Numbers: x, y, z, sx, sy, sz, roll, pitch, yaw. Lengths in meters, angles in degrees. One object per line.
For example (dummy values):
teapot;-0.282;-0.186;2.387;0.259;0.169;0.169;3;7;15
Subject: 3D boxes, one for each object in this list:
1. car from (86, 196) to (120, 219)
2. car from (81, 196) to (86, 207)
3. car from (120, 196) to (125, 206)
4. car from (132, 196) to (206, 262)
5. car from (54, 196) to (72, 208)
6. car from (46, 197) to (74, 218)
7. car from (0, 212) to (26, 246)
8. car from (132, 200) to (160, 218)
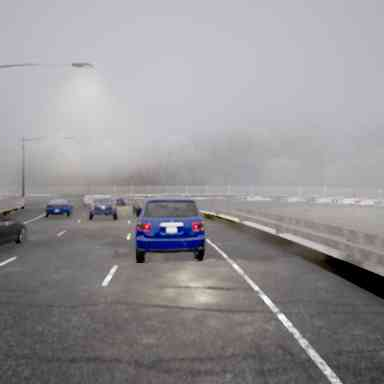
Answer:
car;-7.276;1.190;27.307;2.097;1.767;4.553;0;0;-15
car;-14.385;1.257;46.666;1.812;1.442;4.674;0;1;-25
car;-10.823;1.238;47.309;1.812;1.442;4.674;0;1;-25
car;-0.860;1.140;12.060;2.150;2.045;5.566;0;0;-6
car;-17.766;1.318;45.598;1.994;1.385;4.181;0;0;-26
car;-11.421;1.322;28.904;1.882;1.535;5.008;0;0;-16
car;-7.893;1.449;12.494;1.837;1.490;4.892;0;0;-7
car;-4.171;1.411;29.457;1.895;1.301;4.718;0;0;-16
